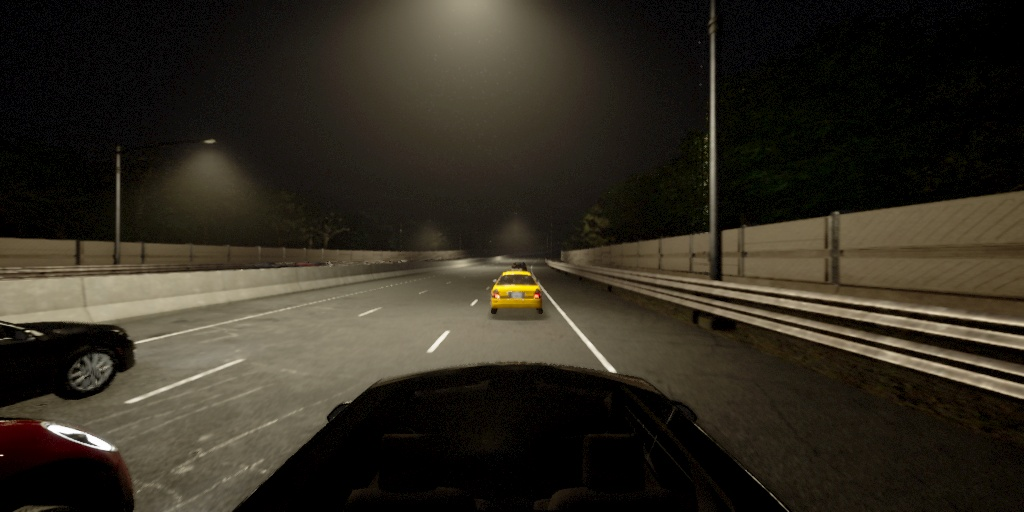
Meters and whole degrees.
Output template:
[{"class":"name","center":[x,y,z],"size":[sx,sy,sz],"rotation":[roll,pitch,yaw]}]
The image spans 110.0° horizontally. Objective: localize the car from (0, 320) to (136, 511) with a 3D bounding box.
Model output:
[{"class":"car","center":[-3.389,1.094,0.292],"size":[2.097,1.767,4.553],"rotation":[0,0,0]}]

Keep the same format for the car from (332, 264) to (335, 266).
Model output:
[{"class":"car","center":[-20.506,1.357,37.941],"size":[2.128,1.511,4.902],"rotation":[0,0,2]}]

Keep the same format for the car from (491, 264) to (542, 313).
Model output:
[{"class":"car","center":[0.180,1.257,14.181],"size":[1.801,1.575,5.366],"rotation":[0,0,1]}]

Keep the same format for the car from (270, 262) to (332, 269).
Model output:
[{"class":"car","center":[-17.243,1.365,29.588],"size":[1.812,1.442,4.674],"rotation":[0,0,1]}]

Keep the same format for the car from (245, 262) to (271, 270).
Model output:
[{"class":"car","center":[-24.081,1.341,35.477],"size":[2.128,1.511,4.902],"rotation":[0,0,2]}]

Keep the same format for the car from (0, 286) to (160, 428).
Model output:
[{"class":"car","center":[-6.891,1.259,3.637],"size":[1.837,1.490,4.892],"rotation":[0,0,0]}]

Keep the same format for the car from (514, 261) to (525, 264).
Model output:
[{"class":"car","center":[0.933,1.428,45.181],"size":[2.128,1.511,4.902],"rotation":[0,0,2]}]
